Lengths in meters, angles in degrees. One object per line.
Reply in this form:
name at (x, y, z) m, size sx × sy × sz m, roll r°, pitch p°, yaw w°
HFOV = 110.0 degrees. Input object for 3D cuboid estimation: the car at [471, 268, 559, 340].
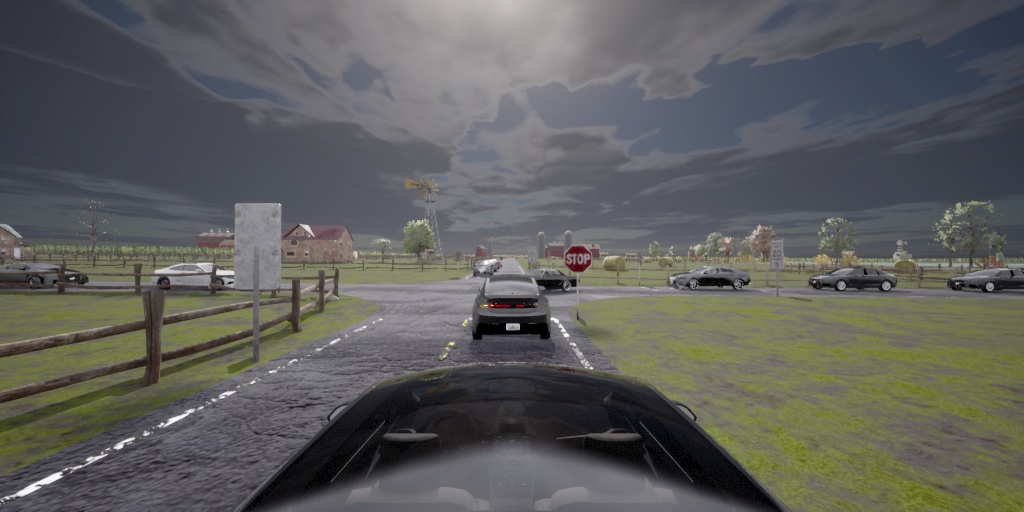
car at (-0.077, 1.256, 10.018) m, size 1.837 × 1.490 × 4.892 m, roll 0°, pitch 0°, yaw -2°

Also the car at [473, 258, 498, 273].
car at (-2.873, 1.243, 36.704) m, size 2.128 × 1.511 × 4.902 m, roll 0°, pitch 0°, yaw 0°

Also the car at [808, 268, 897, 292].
car at (22.192, 1.499, 23.473) m, size 4.892 × 1.490 × 1.837 m, roll 1°, pitch -1°, yaw -1°

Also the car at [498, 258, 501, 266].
car at (-2.869, 1.241, 46.150) m, size 2.128 × 1.511 × 4.902 m, roll 0°, pitch 0°, yaw 0°

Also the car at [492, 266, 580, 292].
car at (1.493, 1.369, 20.065) m, size 4.718 × 1.301 × 1.895 m, roll 1°, pitch 0°, yaw -35°

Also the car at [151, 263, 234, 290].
car at (-17.250, 1.104, 19.968) m, size 4.674 × 1.442 × 1.812 m, roll 1°, pitch -1°, yaw -1°

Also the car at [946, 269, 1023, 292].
car at (31.694, 1.587, 23.597) m, size 4.892 × 1.490 × 1.837 m, roll 1°, pitch -1°, yaw -1°

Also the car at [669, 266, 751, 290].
car at (12.790, 1.397, 23.298) m, size 4.902 × 1.511 × 2.128 m, roll 1°, pitch -1°, yaw -2°

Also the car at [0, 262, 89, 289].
car at (-26.370, 1.048, 19.843) m, size 4.181 × 1.385 × 1.994 m, roll 1°, pitch -1°, yaw -1°
